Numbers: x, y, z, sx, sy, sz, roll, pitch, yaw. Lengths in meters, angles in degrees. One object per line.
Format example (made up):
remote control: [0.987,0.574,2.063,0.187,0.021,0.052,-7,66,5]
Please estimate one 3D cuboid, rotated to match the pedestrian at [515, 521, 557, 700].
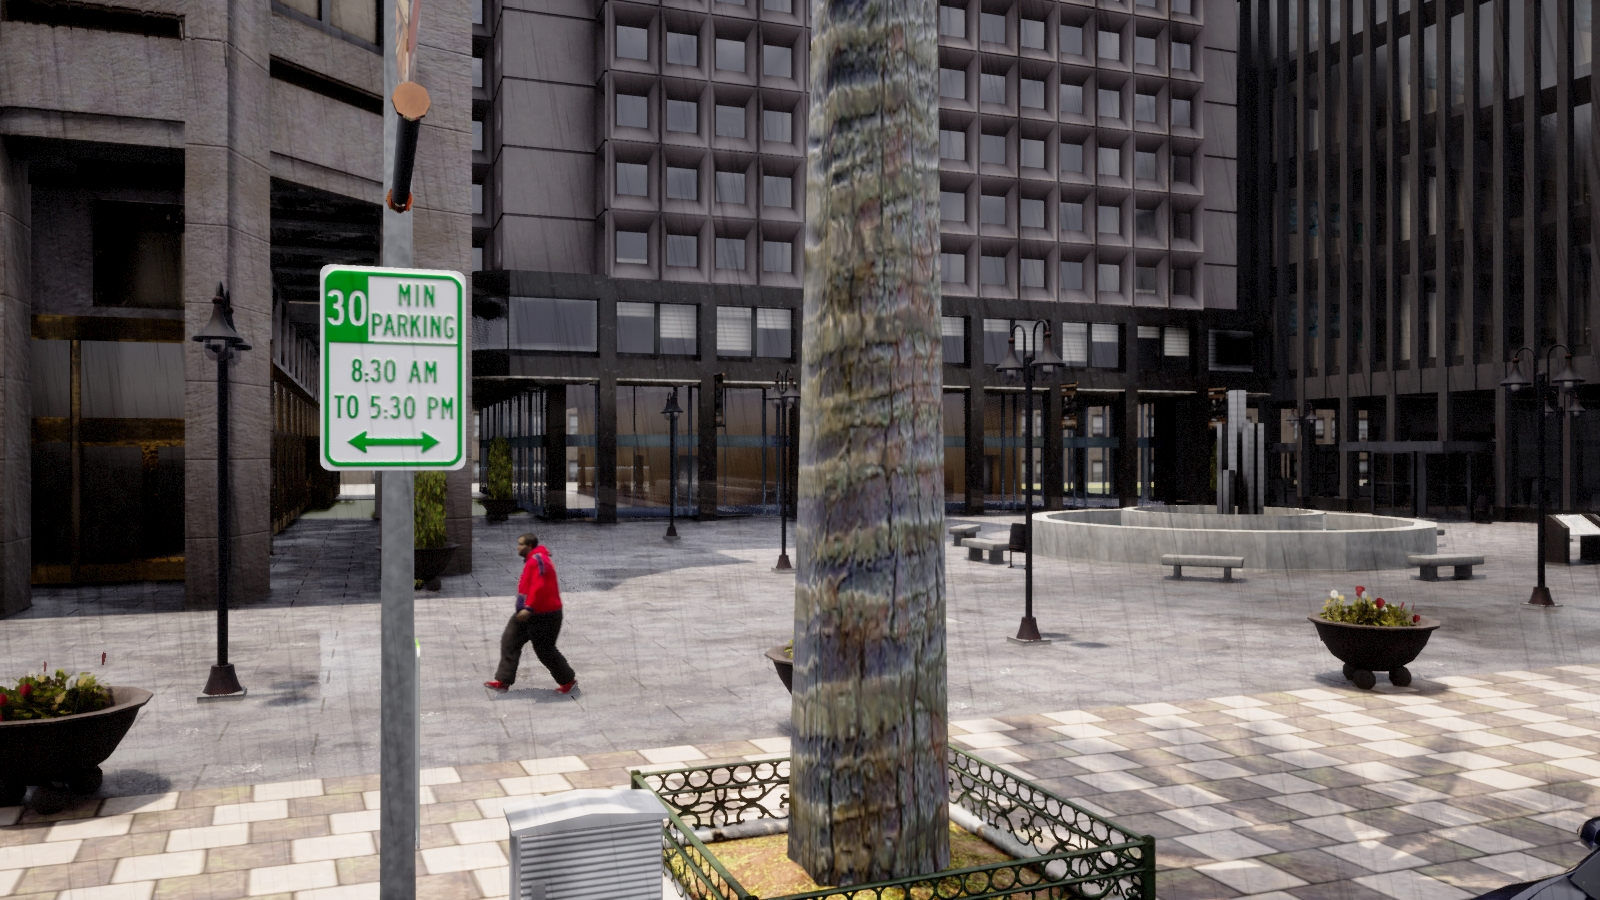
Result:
pedestrian: [-2.846,1.707,12.305,0.375,1.860,0.375,0,0,-23]
